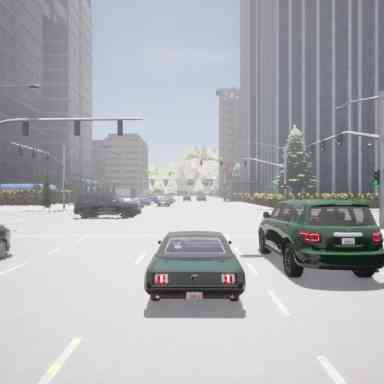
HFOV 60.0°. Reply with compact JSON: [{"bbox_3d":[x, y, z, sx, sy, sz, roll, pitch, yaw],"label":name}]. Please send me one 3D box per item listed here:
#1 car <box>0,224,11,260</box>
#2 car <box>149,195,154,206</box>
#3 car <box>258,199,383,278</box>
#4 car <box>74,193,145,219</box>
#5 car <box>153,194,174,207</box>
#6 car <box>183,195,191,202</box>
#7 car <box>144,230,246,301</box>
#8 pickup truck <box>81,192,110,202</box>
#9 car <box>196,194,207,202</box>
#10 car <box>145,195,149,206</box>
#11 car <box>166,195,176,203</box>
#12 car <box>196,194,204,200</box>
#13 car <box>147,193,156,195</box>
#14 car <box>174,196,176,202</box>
[{"bbox_3d":[-7.122,1.505,9.517,1.837,1.490,4.892,0,0,0],"label":"car"},{"bbox_3d":[-7.931,1.564,55.468,1.994,1.385,4.181,0,0,-1],"label":"car"},{"bbox_3d":[3.576,1.221,10.299,2.150,2.045,5.566,0,0,0],"label":"car"},{"bbox_3d":[-7.115,1.220,28.192,5.566,2.045,2.150,0,0,0],"label":"car"},{"bbox_3d":[-4.386,1.491,52.220,2.128,1.511,4.902,0,0,-1],"label":"car"},{"bbox_3d":[-1.192,1.500,78.461,1.837,1.490,4.892,0,0,-1],"label":"car"},{"bbox_3d":[0.066,1.601,8.267,1.895,1.301,4.718,0,0,0],"label":"car"},{"bbox_3d":[-21.238,1.059,73.302,2.390,2.098,6.274,0,0,30],"label":"pickup truck"},{"bbox_3d":[2.304,1.348,78.733,2.097,1.767,4.553,0,0,-1],"label":"car"},{"bbox_3d":[-7.864,1.491,46.557,2.128,1.511,4.902,0,0,1],"label":"car"},{"bbox_3d":[-4.607,1.478,72.784,1.882,1.535,5.008,0,0,-1],"label":"car"},{"bbox_3d":[2.148,1.386,89.013,1.882,1.535,5.008,0,0,-1],"label":"car"},{"bbox_3d":[-8.032,1.221,66.188,2.150,2.045,5.566,0,0,0],"label":"car"},{"bbox_3d":[-4.511,1.491,62.475,2.128,1.511,4.902,0,0,0],"label":"car"}]
